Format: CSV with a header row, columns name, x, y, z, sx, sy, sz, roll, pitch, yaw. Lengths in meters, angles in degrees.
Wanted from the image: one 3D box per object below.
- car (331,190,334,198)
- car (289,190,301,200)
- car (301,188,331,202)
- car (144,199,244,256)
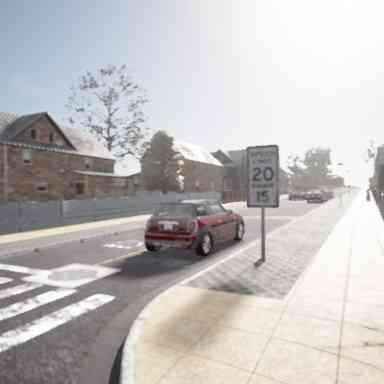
name,x,y,z,sx,sy,sz,roll,pitch,yaw
car,19.391,0.183,48.280,2.033,1.411,5.357,-1,1,28
car,14.245,0.365,44.393,1.994,1.385,4.181,-1,1,28
car,14.724,0.424,39.276,2.033,1.411,5.357,-1,1,28
car,0.271,1.013,11.870,2.097,1.767,4.553,-1,1,28
